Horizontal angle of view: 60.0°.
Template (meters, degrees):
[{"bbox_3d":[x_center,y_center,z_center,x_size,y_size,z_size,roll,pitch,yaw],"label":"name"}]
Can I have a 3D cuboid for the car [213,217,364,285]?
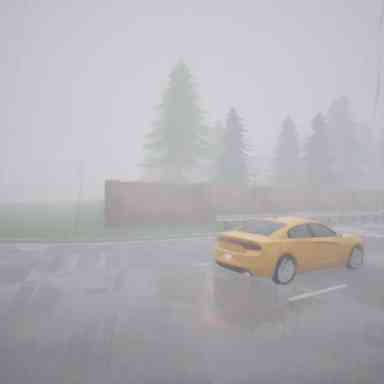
[{"bbox_3d":[2.914,1.459,9.478,5.008,1.535,1.882,1,0,-34],"label":"car"}]
